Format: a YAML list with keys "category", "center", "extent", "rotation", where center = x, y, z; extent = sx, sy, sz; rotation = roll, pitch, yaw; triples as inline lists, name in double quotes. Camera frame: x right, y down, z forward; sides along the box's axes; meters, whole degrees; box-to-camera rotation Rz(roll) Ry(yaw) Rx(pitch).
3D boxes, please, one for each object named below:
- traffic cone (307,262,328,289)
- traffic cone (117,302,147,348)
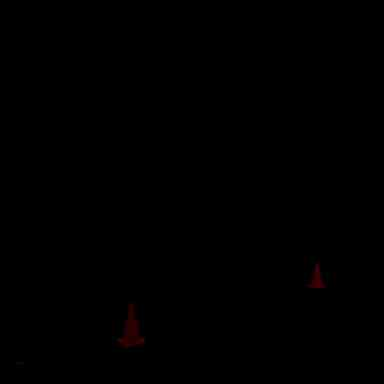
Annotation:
- category: "traffic cone"
  center: [3.023, 1.975, 8.008]
  extent: [0.340, 0.580, 0.340]
  rotation: [0, 0, -38]
- category: "traffic cone"
  center: [-0.904, 1.961, 5.021]
  extent: [0.340, 0.580, 0.340]
  rotation: [0, 0, -37]
